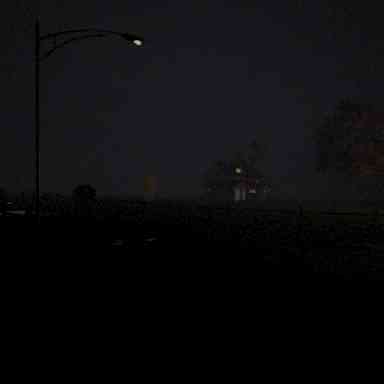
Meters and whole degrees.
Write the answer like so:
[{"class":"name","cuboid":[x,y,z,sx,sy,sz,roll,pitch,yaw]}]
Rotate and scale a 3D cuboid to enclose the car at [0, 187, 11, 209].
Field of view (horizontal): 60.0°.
[{"class":"car","cuboid":[-18.556,0.500,30.685,2.150,2.045,5.566,-1,2,-43]}]
